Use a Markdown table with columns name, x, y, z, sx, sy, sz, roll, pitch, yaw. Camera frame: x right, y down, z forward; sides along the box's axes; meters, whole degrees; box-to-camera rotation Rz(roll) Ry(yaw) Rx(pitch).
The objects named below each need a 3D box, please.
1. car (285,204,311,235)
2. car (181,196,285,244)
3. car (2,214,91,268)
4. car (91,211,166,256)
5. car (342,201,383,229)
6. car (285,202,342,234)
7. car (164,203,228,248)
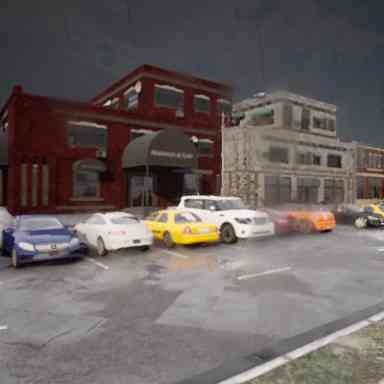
| name | x | y | z | sx | sy | sz | roll | pitch | yaw |
| --- | --- | --- | --- | --- | --- | --- | --- | --- | --- |
| car | 3.613 | 1.520 | 17.863 | 2.002 | 1.452 | 4.674 | 1 | 0 | -35 |
| car | 1.368 | 1.212 | 16.235 | 2.435 | 2.045 | 5.566 | 0 | 0 | -35 |
| car | -5.344 | 1.499 | 11.505 | 2.002 | 1.452 | 4.674 | 0 | 0 | -35 |
| car | -3.174 | 1.494 | 13.040 | 2.002 | 1.452 | 4.674 | 0 | 0 | -35 |
| car | 10.504 | 1.561 | 22.768 | 2.231 | 1.521 | 4.892 | 1 | 0 | -35 |
| car | 5.896 | 1.377 | 19.448 | 2.185 | 1.767 | 4.553 | 1 | 0 | -35 |
| car | -1.022 | 1.453 | 14.800 | 1.946 | 1.575 | 5.366 | 0 | 0 | -35 |
